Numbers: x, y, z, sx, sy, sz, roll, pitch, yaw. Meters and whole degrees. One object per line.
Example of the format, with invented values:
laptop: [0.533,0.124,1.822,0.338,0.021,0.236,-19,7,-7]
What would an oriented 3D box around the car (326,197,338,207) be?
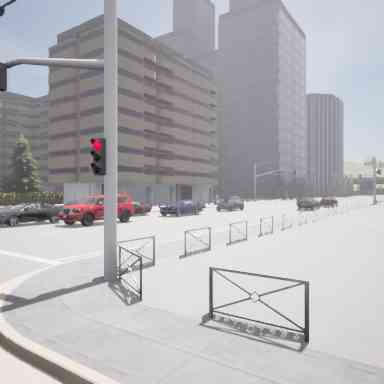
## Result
car: [20.870,1.478,50.651,1.882,1.535,5.008,0,0,35]

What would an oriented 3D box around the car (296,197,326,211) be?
car: [14.807,1.492,41.839,2.128,1.511,4.902,0,0,35]

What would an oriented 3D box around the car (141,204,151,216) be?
car: [-5.952,1.601,30.549,1.895,1.301,4.718,0,0,35]

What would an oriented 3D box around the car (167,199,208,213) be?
car: [-0.408,1.547,38.594,2.033,1.411,5.357,0,0,35]

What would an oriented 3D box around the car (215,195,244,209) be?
car: [5.382,1.352,46.932,2.097,1.767,4.553,0,0,35]

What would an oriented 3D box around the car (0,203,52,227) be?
car: [-11.209,1.492,22.916,2.128,1.511,4.902,0,0,35]

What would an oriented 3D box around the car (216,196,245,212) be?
car: [4.678,1.526,39.785,1.812,1.442,4.674,0,0,35]

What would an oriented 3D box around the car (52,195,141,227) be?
car: [-6.547,1.221,23.516,2.150,2.045,5.566,0,0,35]

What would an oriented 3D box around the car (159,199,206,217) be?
car: [-1.005,1.601,31.562,1.895,1.301,4.718,0,0,35]

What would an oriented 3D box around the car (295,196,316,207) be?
car: [17.946,1.478,52.544,1.882,1.535,5.008,0,0,35]
